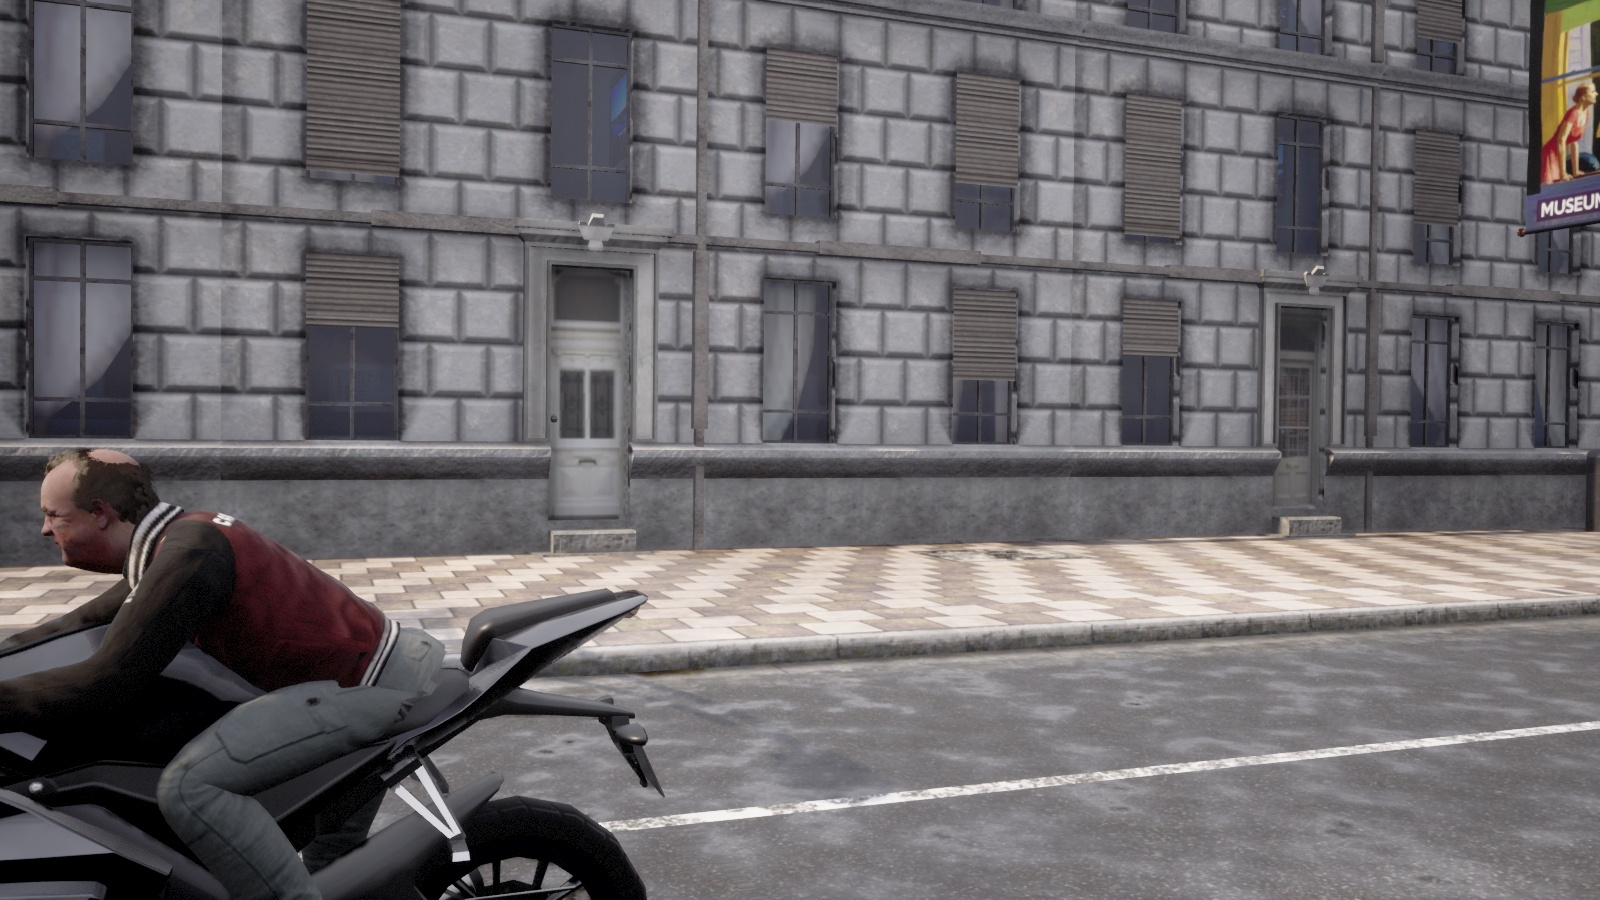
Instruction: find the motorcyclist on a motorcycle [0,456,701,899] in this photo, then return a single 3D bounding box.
[{"bbox_3d":[-1.392,0.804,2.711,2.191,1.530,0.866,-1,1,-21],"label":"motorcyclist on a motorcycle"}]
